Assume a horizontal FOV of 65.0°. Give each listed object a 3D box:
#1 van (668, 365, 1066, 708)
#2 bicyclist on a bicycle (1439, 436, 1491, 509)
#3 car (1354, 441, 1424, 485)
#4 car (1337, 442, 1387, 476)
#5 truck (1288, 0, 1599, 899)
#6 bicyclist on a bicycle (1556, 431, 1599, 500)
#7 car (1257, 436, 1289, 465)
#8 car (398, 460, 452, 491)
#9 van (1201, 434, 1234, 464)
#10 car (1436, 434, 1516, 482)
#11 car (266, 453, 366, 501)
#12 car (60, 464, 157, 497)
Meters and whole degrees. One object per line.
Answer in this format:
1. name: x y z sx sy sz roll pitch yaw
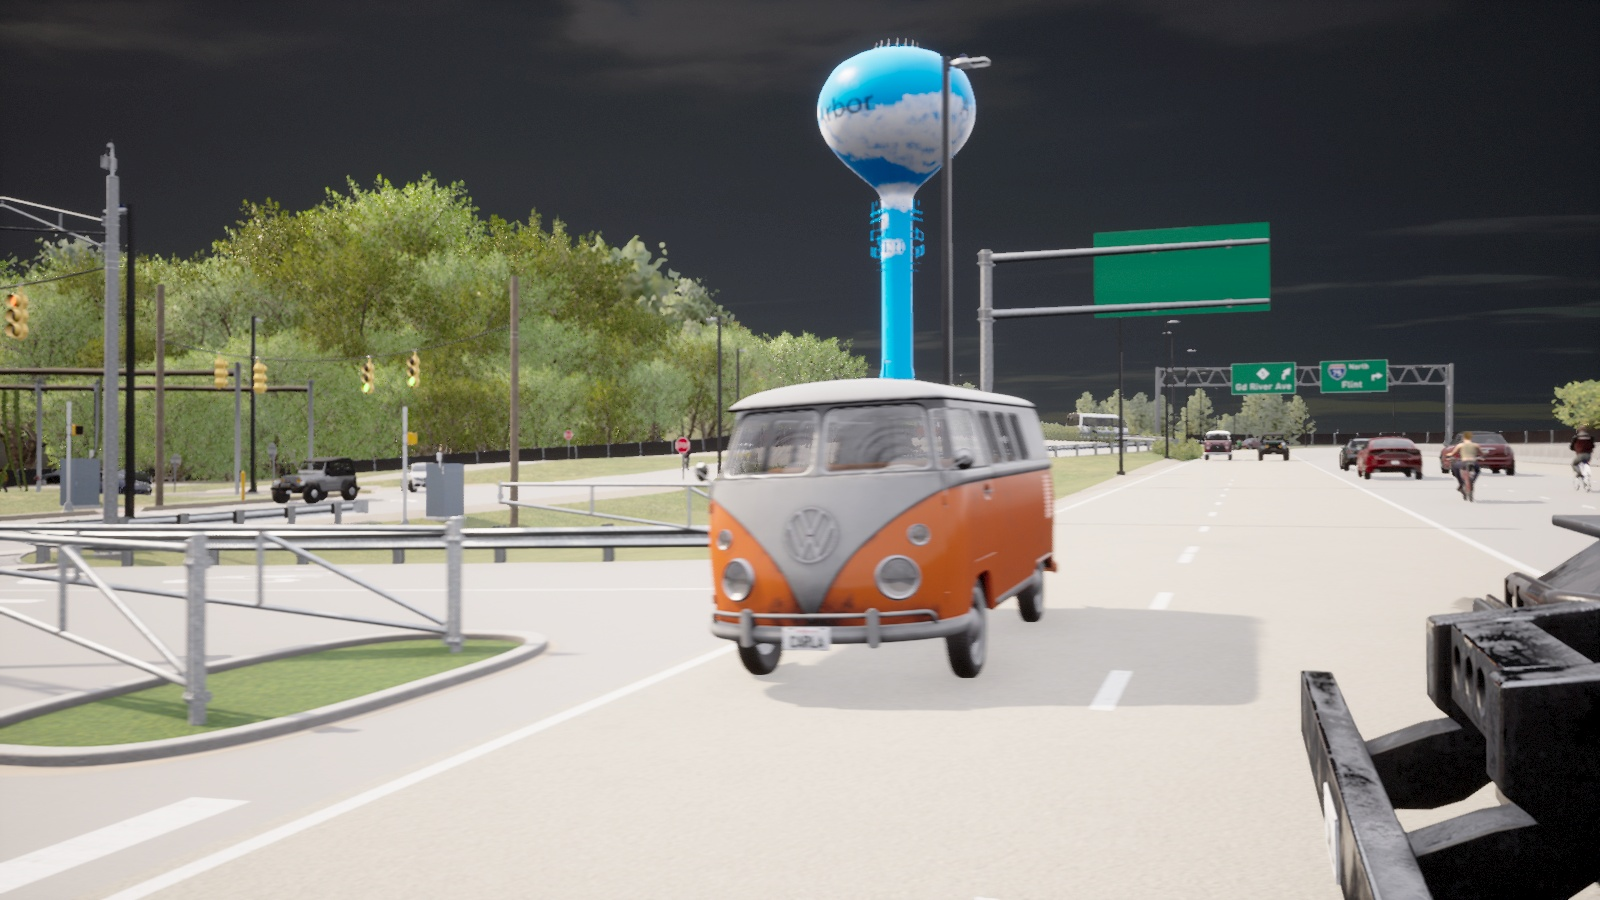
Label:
1. van: 0.801 0.515 9.661 1.775 1.987 4.442 -3 0 20
2. bicyclist on a bicycle: 15.219 0.495 28.760 0.866 1.612 1.509 0 0 20
3. car: 21.508 0.426 46.015 1.882 1.535 5.008 0 0 20
4. car: 25.728 0.388 57.605 1.816 1.474 4.193 0 0 20
5. truck: 4.931 -0.183 1.560 7.936 3.462 2.891 0 1 19
6. bicyclist on a bicycle: 20.541 0.390 33.131 0.659 1.776 1.843 0 1 20
7. car: 31.182 0.005 82.808 1.905 1.878 3.866 0 0 20
8. car: -18.767 1.234 62.756 1.812 1.442 4.674 -1 0 -26
9. van: 28.631 -0.084 86.032 2.069 2.038 4.480 0 0 20
10. car: 26.357 0.277 49.103 2.097 1.767 4.553 0 0 20
11. car: -20.426 1.114 53.161 1.905 1.878 3.866 0 1 19
12. car: -36.105 1.582 65.639 3.988 1.617 1.851 -1 -1 -7
